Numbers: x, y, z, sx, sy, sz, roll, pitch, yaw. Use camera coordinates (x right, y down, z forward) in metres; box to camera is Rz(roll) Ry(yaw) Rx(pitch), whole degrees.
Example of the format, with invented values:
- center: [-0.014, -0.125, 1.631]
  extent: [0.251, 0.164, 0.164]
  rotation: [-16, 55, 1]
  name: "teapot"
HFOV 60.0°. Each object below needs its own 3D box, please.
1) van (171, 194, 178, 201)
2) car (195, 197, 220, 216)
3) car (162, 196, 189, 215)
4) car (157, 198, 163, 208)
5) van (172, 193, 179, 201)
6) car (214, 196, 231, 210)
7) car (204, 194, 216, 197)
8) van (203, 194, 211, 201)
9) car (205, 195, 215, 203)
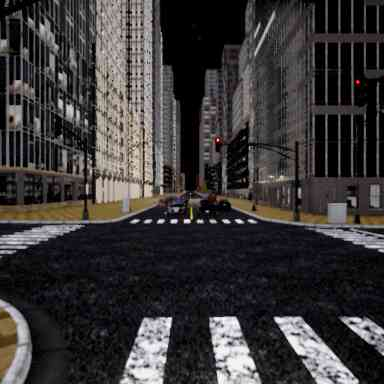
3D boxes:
- center: [-4.204, 1.300, 80.608]
  extent: [1.690, 1.788, 3.998]
  rotation: [0, 0, 0]
  name: "van"
- center: [1.409, 1.513, 33.145]
  extent: [1.837, 1.490, 4.892]
  rotation: [0, 0, 0]
  name: "car"
- center: [-1.527, 1.499, 33.887]
  extent: [2.128, 1.511, 4.902]
  rotation: [0, 0, -1]
  name: "car"
- center: [-4.049, 1.580, 47.442]
  extent: [1.802, 1.307, 4.206]
  rotation: [0, 0, 0]
  name: "car"
- center: [-4.229, 1.292, 86.135]
  extent: [1.690, 1.788, 3.998]
  rotation: [0, 0, 0]
  name: "van"
- center: [3.907, 1.568, 41.953]
  extent: [1.947, 1.339, 4.313]
  rotation: [0, 0, 0]
  name: "car"
- center: [3.754, 1.296, 64.061]
  extent: [2.192, 1.841, 5.009]
  rotation: [0, 0, 0]
  name: "car"
- center: [3.676, 1.299, 80.644]
  extent: [1.690, 1.788, 3.998]
  rotation: [0, 0, 0]
  name: "van"
- center: [3.728, 1.413, 69.590]
  extent: [1.967, 1.590, 4.097]
  rotation: [0, 0, 0]
  name: "car"
